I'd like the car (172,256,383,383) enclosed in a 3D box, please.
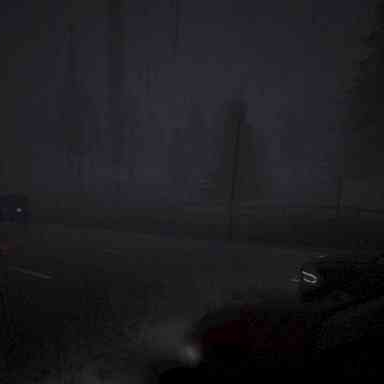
[{"bbox_3d":[1.996,1.526,2.552,4.674,1.442,1.812,0,0,35],"label":"car"}]

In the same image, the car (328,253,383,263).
[{"bbox_3d":[4.283,1.479,5.237,5.008,1.535,1.882,0,0,35],"label":"car"}]

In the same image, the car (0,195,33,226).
[{"bbox_3d":[-12.607,1.183,21.578,5.566,2.045,2.150,0,0,35],"label":"car"}]
